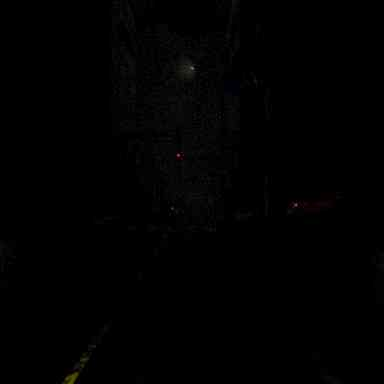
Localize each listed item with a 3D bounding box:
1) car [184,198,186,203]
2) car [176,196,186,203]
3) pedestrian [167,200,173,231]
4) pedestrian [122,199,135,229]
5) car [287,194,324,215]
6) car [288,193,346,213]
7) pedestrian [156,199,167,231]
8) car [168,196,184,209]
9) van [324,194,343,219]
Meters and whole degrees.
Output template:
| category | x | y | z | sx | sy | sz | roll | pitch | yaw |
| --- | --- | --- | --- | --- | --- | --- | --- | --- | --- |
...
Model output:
| category | x | y | z | sx | sy | sz | roll | pitch | yaw |
| --- | --- | --- | --- | --- | --- | --- | --- | --- | --- |
| car | -2.462 | 1.542 | 56.035 | 2.033 | 1.411 | 5.357 | 0 | 0 | 1 |
| car | -2.237 | 1.572 | 68.396 | 1.994 | 1.385 | 4.181 | 0 | 0 | 1 |
| pedestrian | -1.470 | 1.286 | 19.269 | 0.375 | 1.860 | 0.375 | 0 | 0 | 1 |
| pedestrian | -3.796 | 1.286 | 19.894 | 0.375 | 1.860 | 0.375 | 0 | 0 | 1 |
| car | 11.117 | 1.183 | 30.647 | 4.553 | 1.767 | 2.097 | -1 | 0 | -2 |
| car | 12.456 | 1.110 | 33.349 | 5.009 | 1.841 | 2.192 | -1 | 1 | 1 |
| pedestrian | -1.748 | 1.286 | 18.673 | 0.375 | 1.860 | 0.375 | 0 | 0 | 1 |
| car | -2.585 | 1.553 | 45.499 | 1.994 | 1.385 | 4.181 | 0 | 0 | 1 |
| van | 12.383 | 1.198 | 24.825 | 3.998 | 1.788 | 1.690 | -1 | 1 | 1 |
